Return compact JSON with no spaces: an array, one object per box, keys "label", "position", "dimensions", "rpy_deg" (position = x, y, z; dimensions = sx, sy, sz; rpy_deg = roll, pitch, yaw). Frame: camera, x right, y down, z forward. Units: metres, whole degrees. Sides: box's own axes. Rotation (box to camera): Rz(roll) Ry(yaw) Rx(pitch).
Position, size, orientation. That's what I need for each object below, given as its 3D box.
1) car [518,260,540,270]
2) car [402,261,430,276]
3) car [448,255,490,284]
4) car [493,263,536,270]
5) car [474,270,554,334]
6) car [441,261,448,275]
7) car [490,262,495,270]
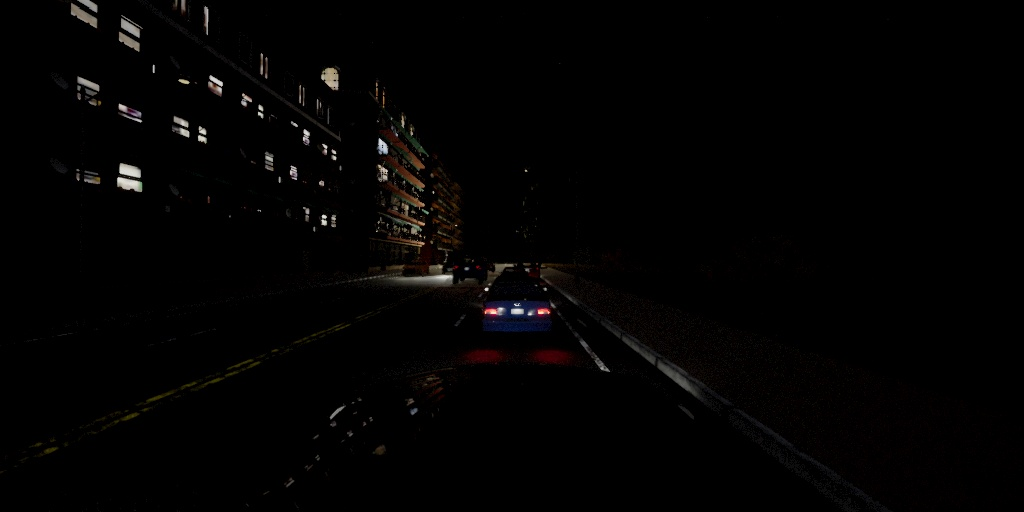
[{"label":"car","position":[1.190,1.105,29.857],"dimensions":[2.097,1.767,4.553],"rpy_deg":[0,0,0]},{"label":"car","position":[-9.786,1.231,36.737],"dimensions":[1.882,1.535,5.008],"rpy_deg":[0,0,0]},{"label":"car","position":[-3.103,0.975,27.304],"dimensions":[2.150,2.045,5.566],"rpy_deg":[0,0,0]},{"label":"car","position":[0.129,1.317,20.922],"dimensions":[1.994,1.385,4.181],"rpy_deg":[0,0,1]},{"label":"car","position":[0.118,1.299,10.589],"dimensions":[2.033,1.411,5.357],"rpy_deg":[0,0,0]},{"label":"car","position":[-6.530,1.245,39.722],"dimensions":[2.128,1.511,4.902],"rpy_deg":[0,0,0]},{"label":"car","position":[-3.069,1.354,44.763],"dimensions":[1.895,1.301,4.718],"rpy_deg":[0,0,0]}]
